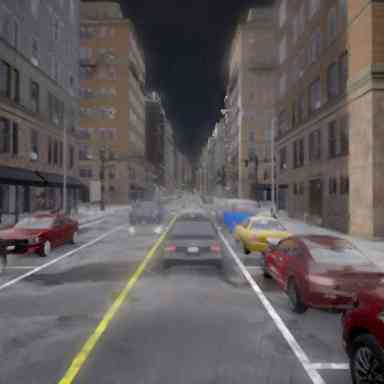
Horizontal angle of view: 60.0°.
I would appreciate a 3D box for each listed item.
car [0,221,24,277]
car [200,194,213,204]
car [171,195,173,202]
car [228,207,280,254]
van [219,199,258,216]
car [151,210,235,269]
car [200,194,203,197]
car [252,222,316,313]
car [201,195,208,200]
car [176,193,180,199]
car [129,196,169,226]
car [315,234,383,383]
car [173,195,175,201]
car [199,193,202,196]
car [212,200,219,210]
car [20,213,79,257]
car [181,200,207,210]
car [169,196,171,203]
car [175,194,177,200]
[{"bbox_3d":[-5.849,1.567,7.342,1.947,1.339,4.313,1,0,0],"label":"car"},{"bbox_3d":[2.998,1.562,62.021,1.947,1.339,4.313,1,0,1],"label":"car"},{"bbox_3d":[-5.456,1.562,67.656,1.947,1.339,4.313,1,0,1],"label":"car"},{"bbox_3d":[2.678,1.526,13.180,1.752,1.417,4.829,1,0,0],"label":"car"},{"bbox_3d":[2.681,1.342,18.684,1.690,1.788,3.998,1,0,0],"label":"van"},{"bbox_3d":[0.047,1.548,11.173,2.033,1.411,5.357,0,0,0],"label":"car"},{"bbox_3d":[3.069,1.539,67.551,1.887,1.381,4.507,1,0,1],"label":"car"},{"bbox_3d":[2.676,1.582,7.337,1.802,1.307,4.206,1,0,0],"label":"car"},{"bbox_3d":[3.354,1.553,89.672,1.947,1.339,4.313,1,0,1],"label":"car"},{"bbox_3d":[-5.101,1.512,95.130,1.752,1.417,4.829,1,0,1],"label":"car"},{"bbox_3d":[-3.067,1.352,23.559,2.097,1.767,4.553,0,0,0],"label":"car"},{"bbox_3d":[2.678,1.315,1.664,2.192,1.841,5.009,1,0,0],"label":"car"},{"bbox_3d":[-5.384,1.545,73.184,2.008,1.369,4.403,1,0,1],"label":"car"},{"bbox_3d":[3.212,1.536,78.612,1.887,1.381,4.507,1,0,1],"label":"car"},{"bbox_3d":[2.679,1.526,24.527,1.752,1.417,4.829,1,0,0],"label":"car"},{"bbox_3d":[-5.848,1.545,13.014,1.887,1.381,4.507,1,0,0],"label":"car"},{"bbox_3d":[0.066,1.601,28.107,1.895,1.301,4.718,0,0,0],"label":"car"},{"bbox_3d":[-5.527,1.579,62.127,1.802,1.307,4.206,1,0,1],"label":"car"},{"bbox_3d":[-5.313,1.537,78.713,1.887,1.381,4.507,1,0,1],"label":"car"}]
